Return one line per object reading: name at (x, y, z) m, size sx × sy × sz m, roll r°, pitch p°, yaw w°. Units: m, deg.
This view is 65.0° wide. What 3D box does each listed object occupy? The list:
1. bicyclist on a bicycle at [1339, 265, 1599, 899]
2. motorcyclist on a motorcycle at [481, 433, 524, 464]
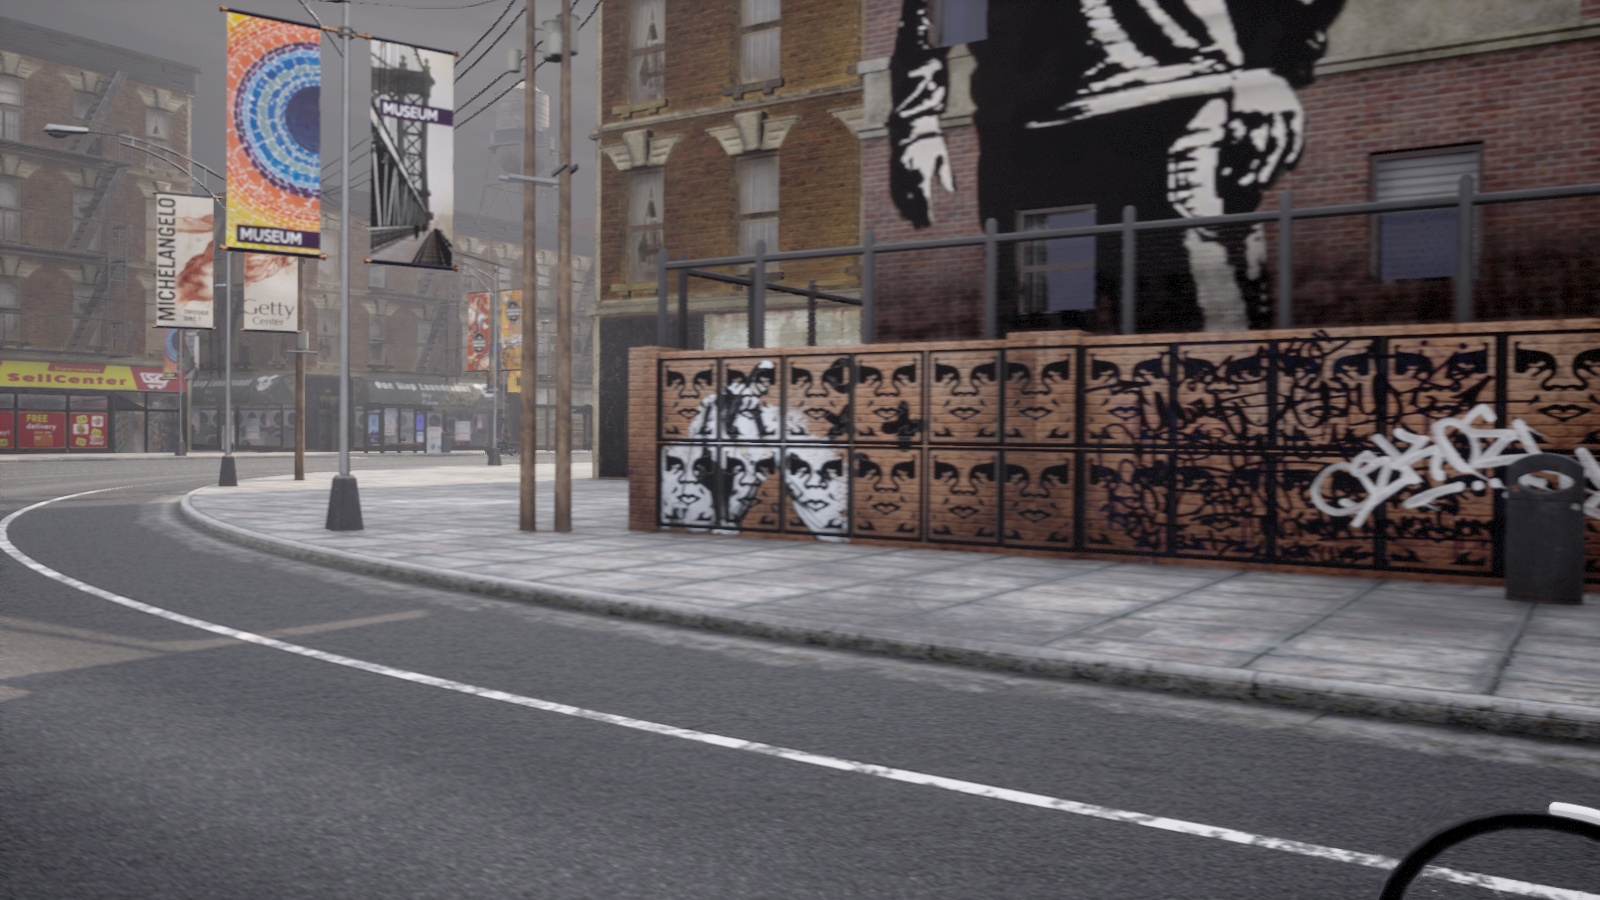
bicyclist on a bicycle at (2.028, 0.553, 2.273) m, size 1.843 × 1.776 × 0.659 m, roll 0°, pitch 1°, yaw 34°
motorcyclist on a motorcycle at (-16.131, -0.095, 68.192) m, size 0.766 × 1.649 × 2.350 m, roll 0°, pitch 1°, yaw 34°
